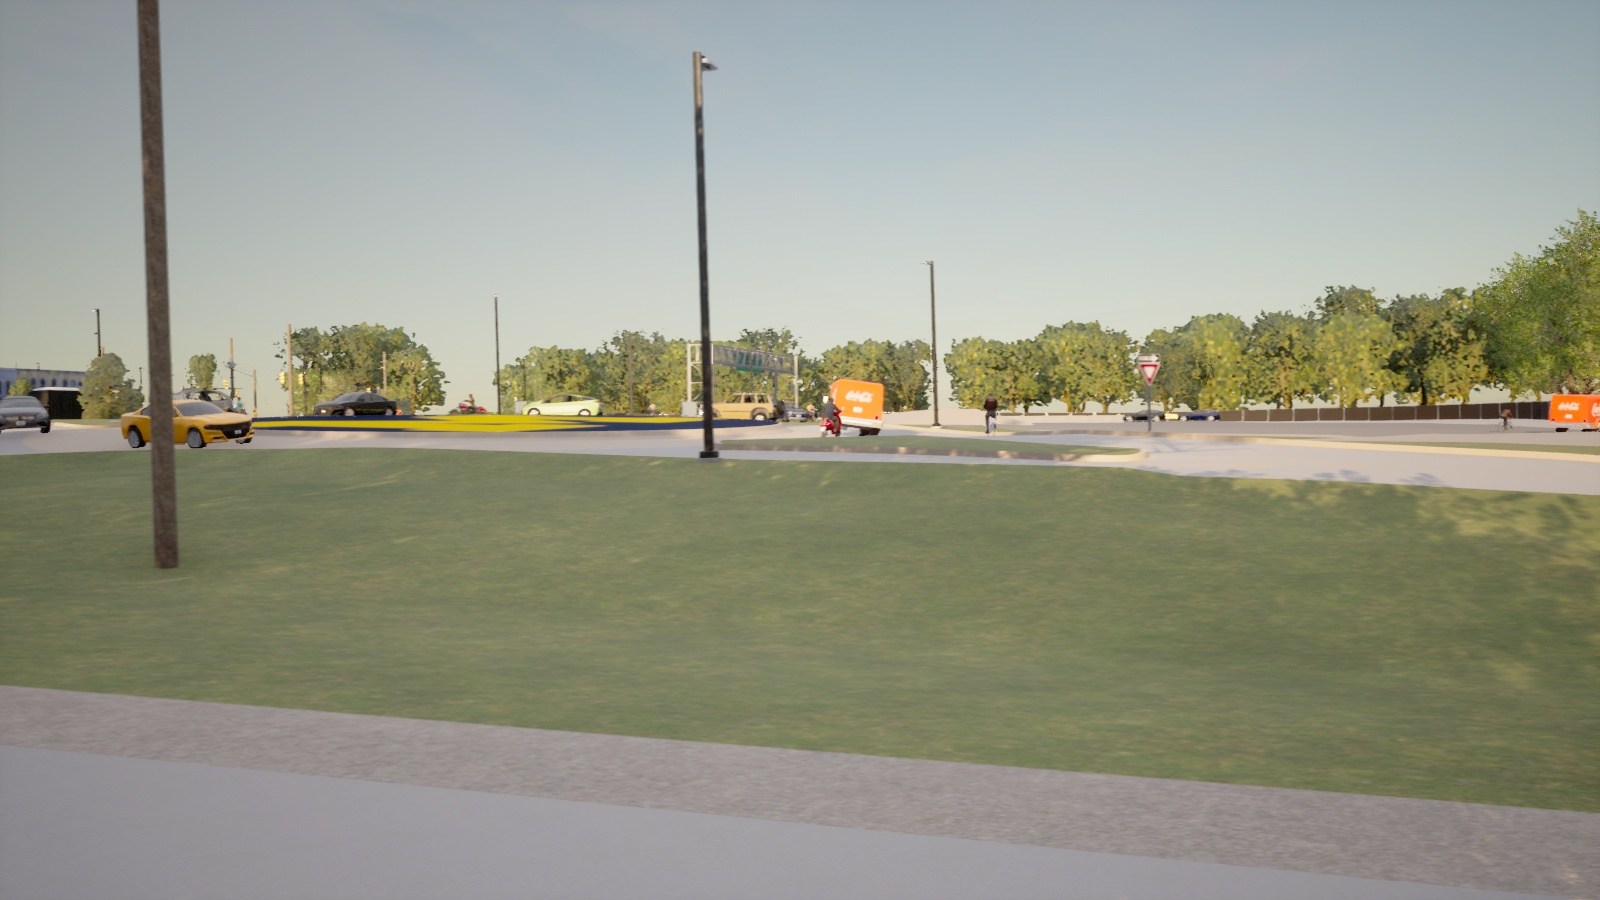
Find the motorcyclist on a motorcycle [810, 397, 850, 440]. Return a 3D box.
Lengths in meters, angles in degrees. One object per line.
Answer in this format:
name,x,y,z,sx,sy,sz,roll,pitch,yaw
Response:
motorcyclist on a motorcycle,1.174,-1.219,48.666,0.866,1.590,1.817,2,2,24

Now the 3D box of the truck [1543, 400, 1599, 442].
truck,48.997,-1.819,77.930,5.204,2.467,2.627,0,4,-31

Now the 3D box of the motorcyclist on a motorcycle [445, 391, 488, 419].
motorcyclist on a motorcycle,-19.637,-2.648,73.852,2.350,1.649,0.766,-1,0,-22

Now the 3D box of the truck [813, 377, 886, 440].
truck,2.278,-1.908,59.683,2.627,2.467,5.204,7,-1,-4

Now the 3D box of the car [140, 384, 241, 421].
car,-28.274,-2.230,58.365,1.851,1.617,3.988,-1,2,21

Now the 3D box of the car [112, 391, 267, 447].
car,-19.962,-1.054,41.005,5.008,1.535,1.882,2,8,29

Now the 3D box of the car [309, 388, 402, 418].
car,-23.792,-2.527,67.362,1.882,1.535,5.008,1,2,21

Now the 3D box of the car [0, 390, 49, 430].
car,-31.104,-1.636,50.115,1.812,1.442,4.674,-3,5,-32

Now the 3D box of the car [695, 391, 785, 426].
car,-3.296,-2.297,69.254,4.605,1.855,1.932,1,1,16

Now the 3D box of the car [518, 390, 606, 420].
car,-13.393,-2.522,70.735,4.514,1.525,2.007,1,1,1

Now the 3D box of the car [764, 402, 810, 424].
car,-0.962,-2.715,91.403,1.789,1.549,3.705,1,2,-28
